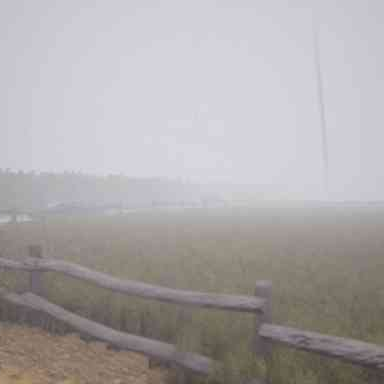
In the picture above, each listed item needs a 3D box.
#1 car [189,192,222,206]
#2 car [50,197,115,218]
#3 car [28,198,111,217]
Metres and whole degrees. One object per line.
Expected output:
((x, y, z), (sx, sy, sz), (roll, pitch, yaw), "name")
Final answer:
((1.902, 0.985, 43.912), (2.150, 2.045, 5.566), (1, 0, 35), "car")
((-9.215, 1.259, 28.410), (2.128, 1.511, 4.902), (1, 0, 35), "car")
((-8.708, 1.345, 23.759), (2.033, 1.411, 5.357), (1, 0, 38), "car")
